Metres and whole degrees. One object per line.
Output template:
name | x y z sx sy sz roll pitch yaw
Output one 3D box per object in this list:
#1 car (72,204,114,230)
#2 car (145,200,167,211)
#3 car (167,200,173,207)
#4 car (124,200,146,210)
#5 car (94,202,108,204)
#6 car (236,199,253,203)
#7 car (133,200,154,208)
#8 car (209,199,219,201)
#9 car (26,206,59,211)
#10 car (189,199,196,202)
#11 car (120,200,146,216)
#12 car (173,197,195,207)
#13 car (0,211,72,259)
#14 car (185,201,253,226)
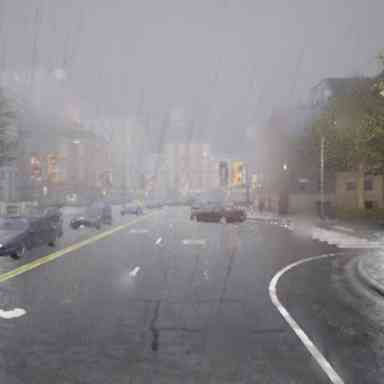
car | -6.969 1.833 23.797 2.033 1.411 5.357 0 -1 0
car | -5.973 2.142 52.986 1.837 1.490 4.892 -1 -1 10
car | -4.206 2.380 69.784 2.033 1.411 5.357 0 -1 28
car | -9.231 2.133 54.569 1.882 1.535 5.008 0 -1 11
car | -10.346 1.925 37.216 1.882 1.535 5.008 0 0 1
car | 12.848 2.268 75.462 4.553 1.767 2.097 1 -1 -43
car | -9.519 2.305 65.349 2.002 1.452 4.674 0 -1 20
car | 5.030 2.364 71.593 1.837 1.490 4.892 0 -1 36
car | -10.469 1.766 22.867 2.128 1.511 4.902 0 -1 0
car | 1.113 2.191 51.943 1.994 1.385 4.181 0 -1 9
car | -6.834 1.984 38.114 1.812 1.442 4.674 0 -1 1
car | -1.060 2.044 68.261 2.150 2.045 5.566 0 0 28
car | -7.025 1.711 13.599 2.033 1.411 5.357 0 -1 0
car | 2.050 1.802 26.750 1.882 1.535 5.008 -1 0 -44
